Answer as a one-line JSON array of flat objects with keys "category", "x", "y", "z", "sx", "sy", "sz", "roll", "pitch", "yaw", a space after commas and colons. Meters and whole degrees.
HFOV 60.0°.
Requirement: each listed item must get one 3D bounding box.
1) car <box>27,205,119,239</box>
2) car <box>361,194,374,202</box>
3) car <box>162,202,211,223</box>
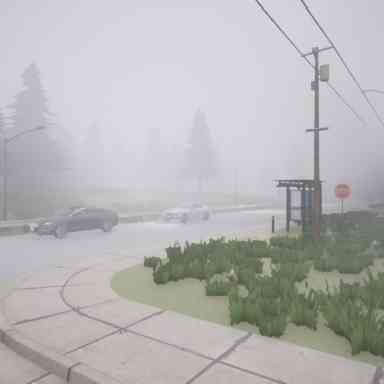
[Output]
[{"category": "car", "x": -6.150, "y": 1.492, "z": 17.760, "sx": 2.128, "sy": 1.511, "sz": 4.902, "roll": 0, "pitch": 0, "yaw": 36}, {"category": "car", "x": 40.428, "y": 1.355, "z": 76.459, "sx": 2.097, "sy": 1.767, "sz": 4.553, "roll": 0, "pitch": 0, "yaw": 36}, {"category": "car", "x": -0.305, "y": 1.526, "z": 25.833, "sx": 1.812, "sy": 1.442, "sz": 4.674, "roll": 0, "pitch": 0, "yaw": 36}]
